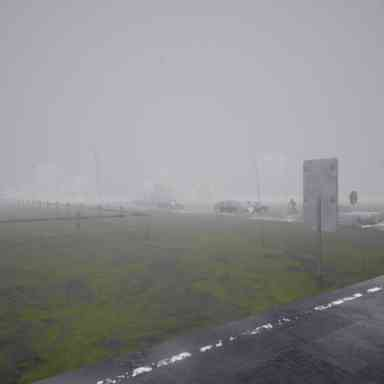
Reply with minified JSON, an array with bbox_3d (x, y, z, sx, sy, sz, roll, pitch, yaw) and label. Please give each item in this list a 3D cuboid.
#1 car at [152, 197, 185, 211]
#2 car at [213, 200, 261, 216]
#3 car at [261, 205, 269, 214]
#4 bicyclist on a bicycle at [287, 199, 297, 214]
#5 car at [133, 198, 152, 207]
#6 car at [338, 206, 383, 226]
[{"bbox_3d":[-2.835,1.454,43.350,2.097,1.767,4.553,0,0,-35],"label":"car"},{"bbox_3d":[4.153,1.558,33.425,2.128,1.511,4.902,0,0,-35],"label":"car"},{"bbox_3d":[5.915,1.668,36.065,1.895,1.301,4.718,0,0,-35],"label":"car"},{"bbox_3d":[10.493,1.510,34.797,1.656,1.620,0.582,0,0,-35],"label":"bicyclist on a bicycle"},{"bbox_3d":[-7.947,1.689,55.641,2.033,1.411,5.357,0,0,-35],"label":"car"},{"bbox_3d":[10.893,1.633,23.678,1.895,1.301,4.718,0,0,-34],"label":"car"}]
